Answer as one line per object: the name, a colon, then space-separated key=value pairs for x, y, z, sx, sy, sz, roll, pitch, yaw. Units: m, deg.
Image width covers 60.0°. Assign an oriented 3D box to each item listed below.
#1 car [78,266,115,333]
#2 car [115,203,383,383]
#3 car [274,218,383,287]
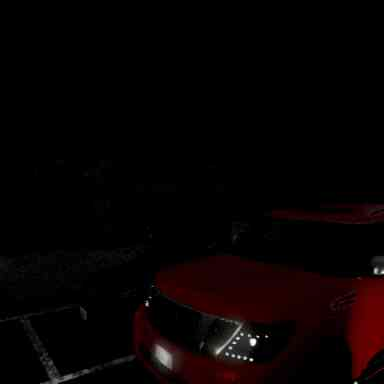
car: x=0.043 y=1.566 z=6.563 sx=4.313 sy=1.339 sz=1.947 roll=0 pitch=0 yaw=-35
car: x=1.980 y=1.221 z=4.788 sx=5.566 sy=2.045 sz=2.150 roll=0 pitch=0 yaw=-35
car: x=4.526 y=1.582 z=9.752 sx=4.206 sy=1.307 sz=1.802 roll=0 pitch=0 yaw=-35
